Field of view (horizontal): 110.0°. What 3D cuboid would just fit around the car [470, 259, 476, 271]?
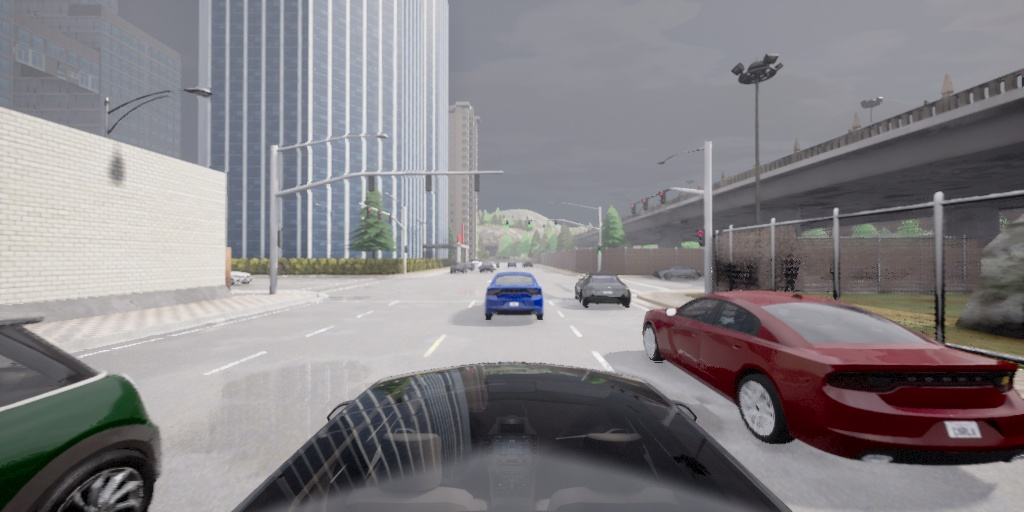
[{"bbox_3d":[-7.104,1.651,57.385,2.128,1.511,4.902,0,0,0],"label":"car"}]

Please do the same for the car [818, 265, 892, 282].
[{"bbox_3d":[29.753,1.625,31.421,4.718,1.301,1.895,0,0,0],"label":"car"}]

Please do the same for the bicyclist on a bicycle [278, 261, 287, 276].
[{"bbox_3d":[-25.314,1.385,39.574,0.582,1.620,1.656,0,0,0],"label":"bicyclist on a bicycle"}]

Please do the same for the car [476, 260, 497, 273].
[{"bbox_3d":[-3.612,1.666,51.826,2.033,1.411,5.357,0,0,0],"label":"car"}]

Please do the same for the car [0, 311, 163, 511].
[{"bbox_3d":[-3.600,1.094,0.631,2.097,1.767,4.553,0,0,0],"label":"car"}]

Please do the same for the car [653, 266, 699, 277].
[{"bbox_3d":[16.004,1.613,34.892,4.181,1.385,1.994,0,0,0],"label":"car"}]

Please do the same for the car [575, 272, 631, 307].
[{"bbox_3d":[3.969,1.420,16.136,1.994,1.385,4.181,0,0,5],"label":"car"}]

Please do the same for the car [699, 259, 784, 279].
[{"bbox_3d":[19.984,1.245,31.401,5.566,2.045,2.150,0,0,0],"label":"car"}]

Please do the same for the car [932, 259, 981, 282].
[{"bbox_3d":[40.461,1.245,31.434,5.566,2.045,2.150,0,0,0],"label":"car"}]

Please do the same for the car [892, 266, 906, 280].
[{"bbox_3d":[35.539,1.575,34.924,4.674,1.442,1.812,0,0,0],"label":"car"}]

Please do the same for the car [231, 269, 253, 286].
[{"bbox_3d":[-22.647,1.522,27.617,4.674,1.442,1.812,0,0,0],"label":"car"}]

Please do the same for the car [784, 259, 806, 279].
[{"bbox_3d":[25.361,1.271,34.922,5.566,2.045,2.150,0,0,-1],"label":"car"}]

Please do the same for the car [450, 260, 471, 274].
[{"bbox_3d":[-7.111,1.597,48.215,1.837,1.490,4.892,0,0,0],"label":"car"}]

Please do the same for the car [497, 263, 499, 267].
[{"bbox_3d":[-3.592,1.712,61.024,1.812,1.442,4.674,0,0,0],"label":"car"}]

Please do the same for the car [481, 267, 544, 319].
[{"bbox_3d":[0.077,1.312,13.174,1.882,1.535,5.008,0,-1,0],"label":"car"}]

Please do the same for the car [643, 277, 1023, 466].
[{"bbox_3d":[3.598,1.254,5.339,1.882,1.535,5.008,0,0,0],"label":"car"}]
